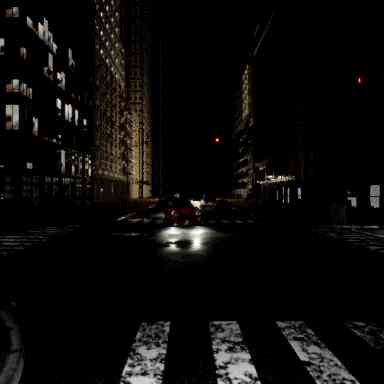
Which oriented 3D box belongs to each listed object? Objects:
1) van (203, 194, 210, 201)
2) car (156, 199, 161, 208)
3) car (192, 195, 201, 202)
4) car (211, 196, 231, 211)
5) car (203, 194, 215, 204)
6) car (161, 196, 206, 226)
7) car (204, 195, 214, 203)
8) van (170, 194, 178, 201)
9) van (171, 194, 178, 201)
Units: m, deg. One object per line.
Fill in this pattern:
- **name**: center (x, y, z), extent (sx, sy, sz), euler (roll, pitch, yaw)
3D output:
- **van**: center (3.468, 1.321, 80.479), extent (1.690, 1.788, 3.998), euler (0, 0, 0)
- **car**: center (-4.170, 1.592, 47.257), extent (1.802, 1.307, 4.206), euler (0, 0, 0)
- **car**: center (0.968, 1.512, 73.228), extent (1.812, 1.442, 4.674), euler (0, 0, 0)
- **car**: center (3.800, 1.579, 41.788), extent (1.947, 1.339, 4.313), euler (0, 0, 0)
- **car**: center (3.589, 1.313, 63.896), extent (2.192, 1.841, 5.009), euler (0, 0, 0)
- **car**: center (-0.723, 1.372, 23.603), extent (2.097, 1.767, 4.553), euler (0, 0, -10)
- **car**: center (3.549, 1.432, 69.425), extent (1.967, 1.590, 4.097), euler (0, 0, 0)
- **van**: center (-4.412, 1.321, 80.422), extent (1.690, 1.788, 3.998), euler (0, 0, 0)
- **van**: center (-4.452, 1.315, 85.949), extent (1.690, 1.788, 3.998), euler (0, 0, 0)
